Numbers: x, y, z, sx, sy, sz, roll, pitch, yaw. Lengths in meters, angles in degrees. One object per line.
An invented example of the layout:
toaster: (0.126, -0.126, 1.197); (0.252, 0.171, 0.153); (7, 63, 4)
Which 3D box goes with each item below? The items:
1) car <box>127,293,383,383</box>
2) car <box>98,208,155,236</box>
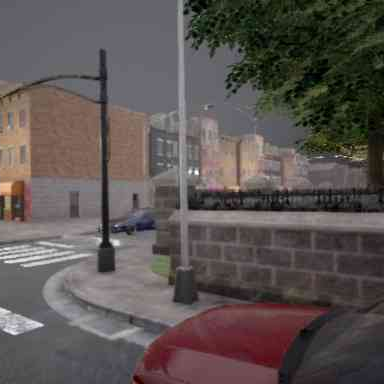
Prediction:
car: (1.822, 1.301, 1.525); (5.009, 1.841, 2.192); (-1, -1, 36)
car: (-2.887, 1.693, 19.927); (2.033, 1.411, 5.357); (-2, -1, 39)
